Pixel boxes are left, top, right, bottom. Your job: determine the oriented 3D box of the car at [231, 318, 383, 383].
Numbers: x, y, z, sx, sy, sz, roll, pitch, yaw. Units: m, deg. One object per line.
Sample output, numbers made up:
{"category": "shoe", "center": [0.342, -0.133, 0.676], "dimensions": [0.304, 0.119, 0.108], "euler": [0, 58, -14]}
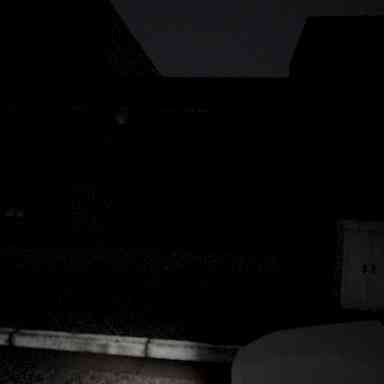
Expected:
{"category": "car", "center": [2.595, 1.517, 2.352], "dimensions": [4.674, 1.442, 1.812], "euler": [0, 1, 8]}
